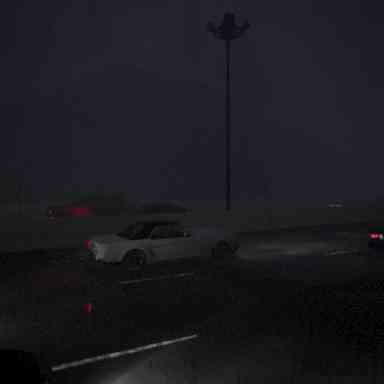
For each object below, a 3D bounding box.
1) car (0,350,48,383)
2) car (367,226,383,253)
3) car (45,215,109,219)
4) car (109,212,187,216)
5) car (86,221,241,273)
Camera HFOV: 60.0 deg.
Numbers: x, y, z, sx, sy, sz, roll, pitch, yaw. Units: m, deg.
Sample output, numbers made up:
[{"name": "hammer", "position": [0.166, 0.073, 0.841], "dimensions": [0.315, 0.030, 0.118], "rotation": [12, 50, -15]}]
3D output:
[{"name": "car", "position": [-3.448, 1.553, 1.370], "dimensions": [5.357, 1.411, 2.033], "rotation": [0, 0, -26]}, {"name": "car", "position": [8.536, 1.508, 11.873], "dimensions": [5.357, 1.411, 2.033], "rotation": [0, 0, -31]}, {"name": "car", "position": [-7.227, 1.200, 23.270], "dimensions": [5.566, 2.045, 2.150], "rotation": [0, 0, -28]}, {"name": "car", "position": [-2.615, 1.475, 21.846], "dimensions": [4.892, 1.490, 1.837], "rotation": [0, 0, -30]}, {"name": "car", "position": [-0.795, 1.586, 10.625], "dimensions": [4.718, 1.301, 1.895], "rotation": [0, 0, -28]}]
